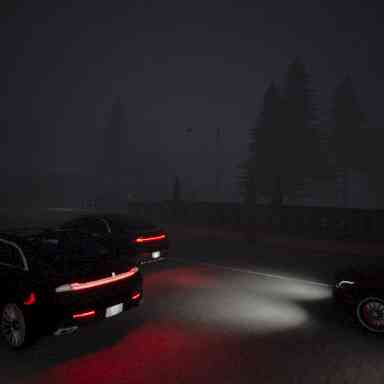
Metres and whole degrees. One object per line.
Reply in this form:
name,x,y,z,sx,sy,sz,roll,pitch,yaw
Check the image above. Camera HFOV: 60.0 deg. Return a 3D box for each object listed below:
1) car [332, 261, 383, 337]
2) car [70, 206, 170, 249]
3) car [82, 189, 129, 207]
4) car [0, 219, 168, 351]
car,4.623,1.525,4.988,4.674,1.442,1.812,0,0,36
car,-2.917,1.391,10.341,4.892,1.490,1.837,1,1,36
car,-9.584,0.706,37.443,2.150,2.045,5.566,1,1,38
car,-3.060,1.416,6.133,4.902,1.511,2.128,1,1,36
